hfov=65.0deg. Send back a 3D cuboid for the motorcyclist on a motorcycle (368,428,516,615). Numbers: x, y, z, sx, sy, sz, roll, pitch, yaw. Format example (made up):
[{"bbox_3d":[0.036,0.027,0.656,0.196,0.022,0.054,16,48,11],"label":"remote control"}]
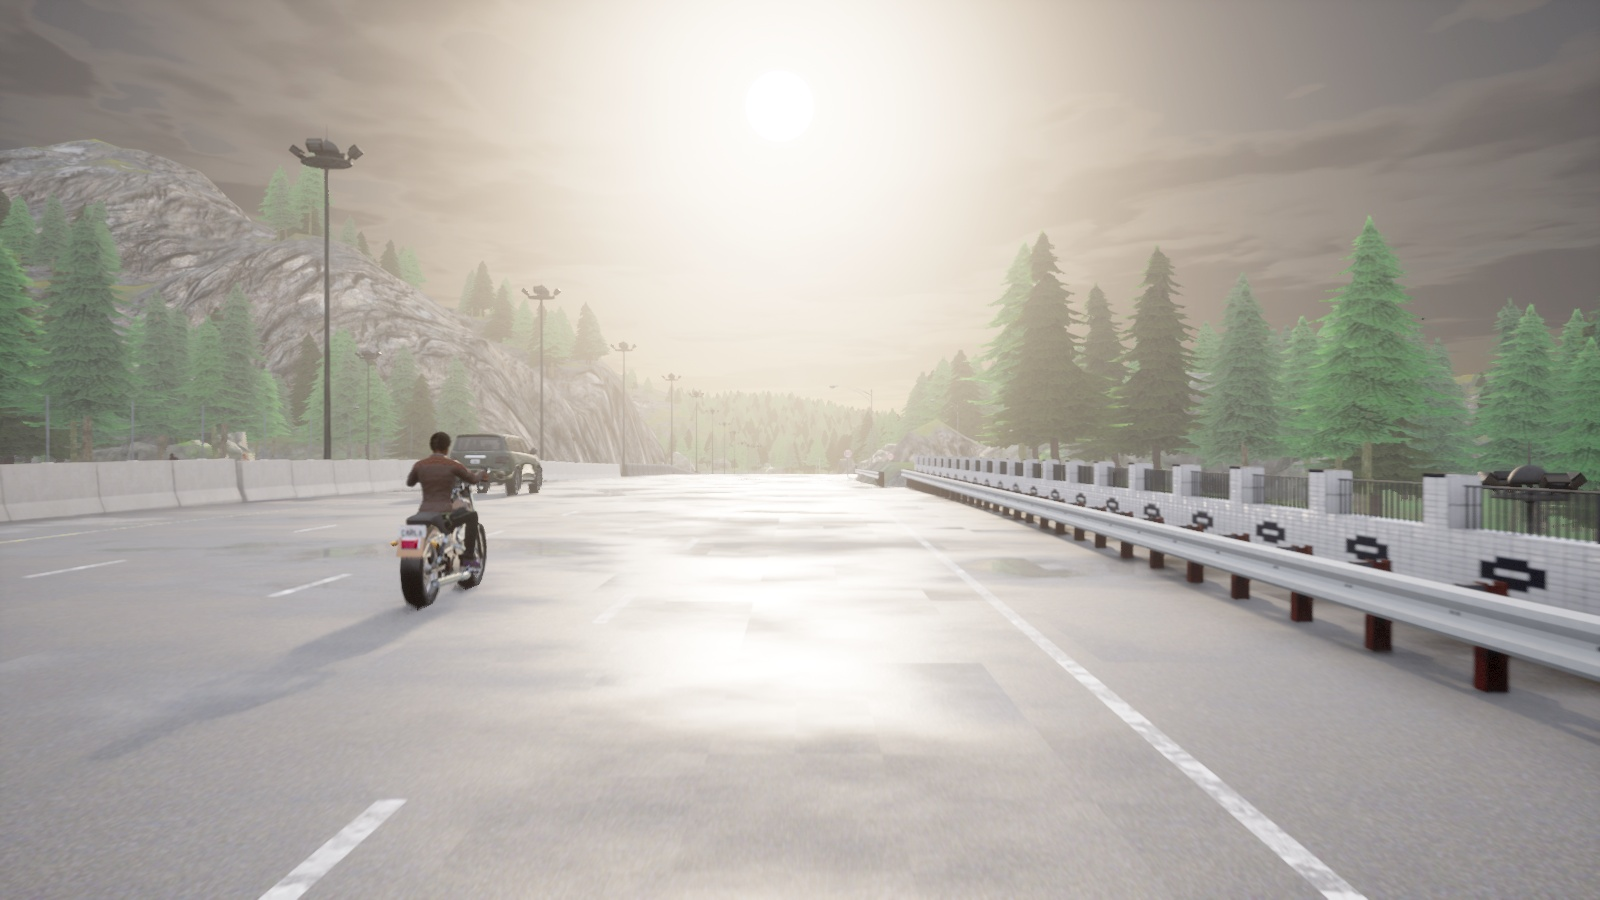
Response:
[{"bbox_3d":[-3.415,0.628,12.225,0.766,1.649,2.350,0,0,0],"label":"motorcyclist on a motorcycle"}]

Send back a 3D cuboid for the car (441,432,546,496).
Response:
[{"bbox_3d":[-10.244,0.472,42.407,2.150,2.045,5.566,0,-1,0],"label":"car"}]
